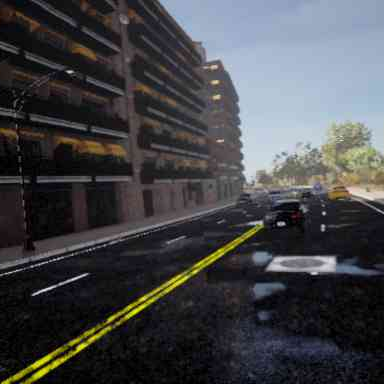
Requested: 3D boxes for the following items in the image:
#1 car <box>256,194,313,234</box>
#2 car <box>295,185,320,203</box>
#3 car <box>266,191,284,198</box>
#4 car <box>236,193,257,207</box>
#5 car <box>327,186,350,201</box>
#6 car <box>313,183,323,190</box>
[{"bbox_3d":[4.590,1.091,16.033,1.812,1.442,4.674,-5,0,22],"label":"car"},{"bbox_3d":[12.026,0.367,35.199,2.128,1.511,4.902,-5,0,20],"label":"car"},{"bbox_3d":[9.811,0.584,39.096,1.812,1.442,4.674,-5,0,20],"label":"car"},{"bbox_3d":[6.451,0.855,39.353,1.837,1.490,4.892,-5,0,20],"label":"car"},{"bbox_3d":[15.365,0.065,34.895,1.882,1.535,5.008,-5,0,20],"label":"car"},{"bbox_3d":[27.416,-1.225,73.113,2.097,1.767,4.553,-5,0,15],"label":"car"}]
